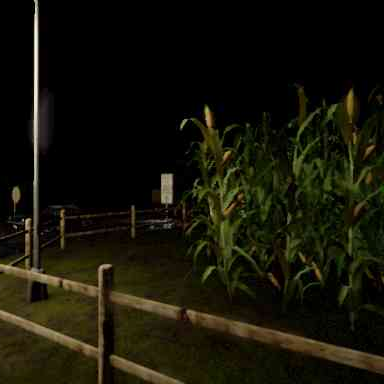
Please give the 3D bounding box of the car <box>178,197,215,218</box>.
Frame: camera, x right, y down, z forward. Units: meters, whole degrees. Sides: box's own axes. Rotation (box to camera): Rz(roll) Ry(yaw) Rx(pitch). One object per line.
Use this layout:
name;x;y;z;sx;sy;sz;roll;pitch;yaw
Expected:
car;1.397;1.249;24.732;1.895;1.301;4.718;0;1;39

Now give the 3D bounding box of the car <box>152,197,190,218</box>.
car;-1.055;1.145;26.325;1.837;1.490;4.892;0;1;39

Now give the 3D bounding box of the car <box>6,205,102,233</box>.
car;-7.457;1.398;18.343;1.895;1.301;4.718;0;1;39
